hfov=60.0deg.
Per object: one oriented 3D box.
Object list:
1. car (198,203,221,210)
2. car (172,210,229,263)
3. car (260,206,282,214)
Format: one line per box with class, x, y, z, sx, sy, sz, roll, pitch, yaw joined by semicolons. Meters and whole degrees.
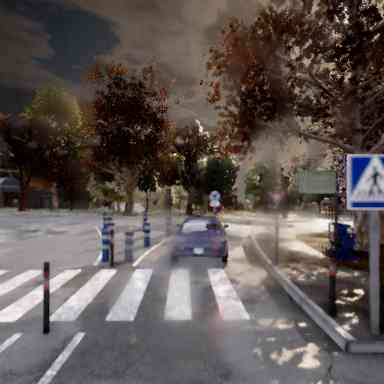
car;4.536;3.494;78.499;2.150;2.045;5.566;0;0;-37
car;0.366;1.606;12.194;1.812;1.442;4.674;0;-1;4
car;16.166;3.671;68.367;1.882;1.535;5.008;0;-1;-39
